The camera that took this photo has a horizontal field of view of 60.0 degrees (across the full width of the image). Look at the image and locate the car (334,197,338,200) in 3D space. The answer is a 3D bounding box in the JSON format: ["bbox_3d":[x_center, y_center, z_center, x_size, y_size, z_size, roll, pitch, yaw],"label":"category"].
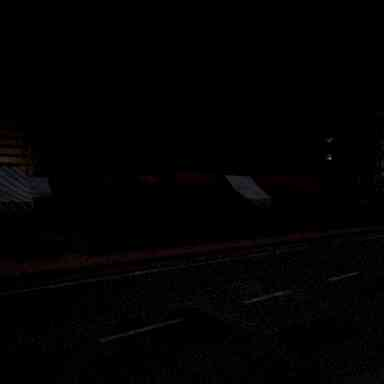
[{"bbox_3d":[26.357,1.254,64.329,1.905,1.878,3.866,0,0,-36],"label":"car"}]

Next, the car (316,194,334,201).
[{"bbox_3d":[23.965,1.247,62.618,1.905,1.878,3.866,0,0,-36],"label":"car"}]
